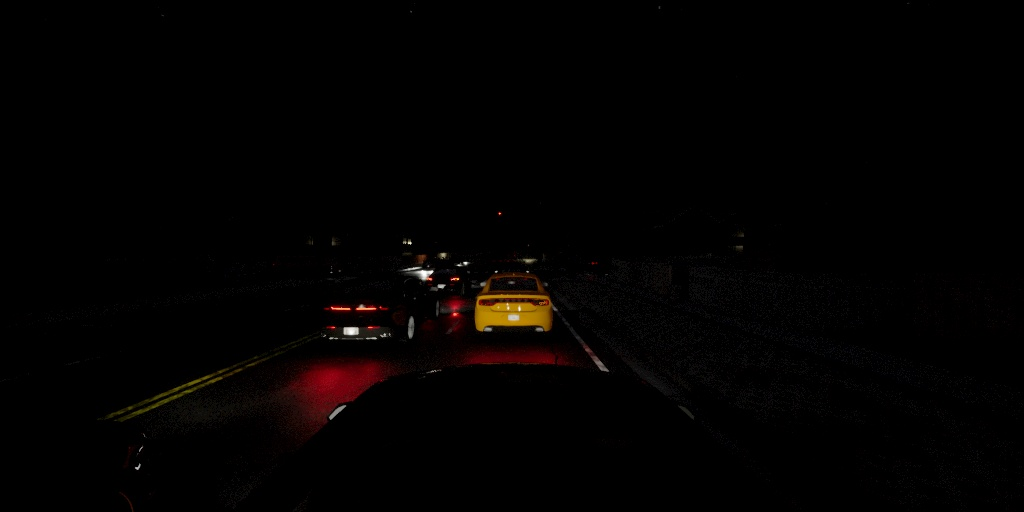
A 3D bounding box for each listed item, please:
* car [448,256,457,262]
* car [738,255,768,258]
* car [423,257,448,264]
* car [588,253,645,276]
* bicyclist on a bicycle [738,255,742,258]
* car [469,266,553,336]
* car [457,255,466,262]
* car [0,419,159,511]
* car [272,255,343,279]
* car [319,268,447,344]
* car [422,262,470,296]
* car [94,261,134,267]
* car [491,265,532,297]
[{"bbox_3d":[-9.963,0.904,54.306,1.994,1.385,4.181,0,1,0],"label":"car"},{"bbox_3d":[22.751,0.735,34.760,4.553,1.767,2.097,0,1,-2],"label":"car"},{"bbox_3d":[-9.943,0.932,45.122,2.128,1.511,4.902,0,1,0],"label":"car"},{"bbox_3d":[9.496,0.744,31.421,5.566,2.045,2.150,0,1,-2],"label":"car"},{"bbox_3d":[18.391,0.782,28.771,0.582,1.620,1.656,0,0,-2],"label":"bicyclist on a bicycle"},{"bbox_3d":[0.058,1.209,10.443,1.882,1.535,5.008,0,0,0],"label":"car"},{"bbox_3d":[-9.949,0.655,63.912,1.882,1.535,5.008,0,1,0],"label":"car"},{"bbox_3d":[-3.148,1.228,0.147,1.882,1.535,5.008,0,0,0],"label":"car"},{"bbox_3d":[-17.646,0.951,31.011,5.566,2.045,2.150,0,1,1],"label":"car"},{"bbox_3d":[-3.194,1.239,9.557,1.837,1.490,4.892,0,0,0],"label":"car"},{"bbox_3d":[-3.257,1.212,18.866,1.812,1.442,4.674,0,0,1],"label":"car"},{"bbox_3d":[-34.365,1.191,31.738,4.553,1.767,2.097,0,1,5],"label":"car"},{"bbox_3d":[-0.002,1.247,19.332,1.994,1.385,4.181,0,0,1],"label":"car"}]
